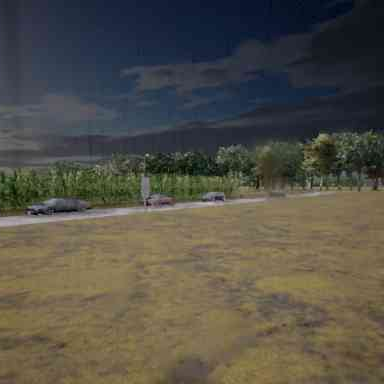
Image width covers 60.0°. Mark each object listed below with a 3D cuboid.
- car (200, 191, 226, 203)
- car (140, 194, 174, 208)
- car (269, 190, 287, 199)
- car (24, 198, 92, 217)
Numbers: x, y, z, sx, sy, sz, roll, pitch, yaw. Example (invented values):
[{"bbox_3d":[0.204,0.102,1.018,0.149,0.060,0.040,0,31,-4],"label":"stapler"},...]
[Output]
[{"bbox_3d":[3.112,0.689,47.396,1.837,1.490,4.892,0,1,36],"label":"car"},{"bbox_3d":[-3.877,0.973,37.525,1.994,1.385,4.181,0,1,35],"label":"car"},{"bbox_3d":[15.479,0.344,59.880,1.882,1.535,5.008,0,1,35],"label":"car"},{"bbox_3d":[-10.918,1.184,27.549,2.033,1.411,5.357,0,1,35],"label":"car"}]
